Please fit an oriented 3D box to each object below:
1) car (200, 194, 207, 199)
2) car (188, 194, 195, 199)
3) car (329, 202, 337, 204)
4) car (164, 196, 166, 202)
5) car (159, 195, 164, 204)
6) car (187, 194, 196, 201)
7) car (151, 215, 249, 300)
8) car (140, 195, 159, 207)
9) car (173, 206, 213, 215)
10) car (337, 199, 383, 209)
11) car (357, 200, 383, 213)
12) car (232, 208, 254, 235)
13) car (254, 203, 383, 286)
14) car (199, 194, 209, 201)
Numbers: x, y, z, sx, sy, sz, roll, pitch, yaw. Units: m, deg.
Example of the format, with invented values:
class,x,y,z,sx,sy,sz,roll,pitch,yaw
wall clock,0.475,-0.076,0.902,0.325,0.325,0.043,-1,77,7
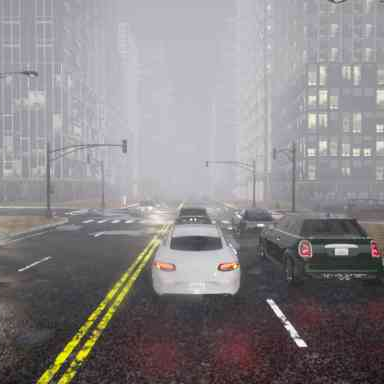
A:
class,x,y,z,sx,sy,sz,roll,pitch,yaw
car,3.022,1.262,90.848,1.812,1.442,4.674,0,0,0
car,-0.228,1.216,90.840,1.882,1.535,5.008,0,0,0
car,15.066,1.701,35.460,4.718,1.301,1.895,0,1,0
car,-6.681,1.413,71.549,1.882,1.535,5.008,0,0,0
car,-6.722,1.427,61.174,1.882,1.535,5.008,0,0,1
car,-0.202,1.414,80.423,1.837,1.490,4.892,0,0,0
car,0.081,1.522,8.258,1.812,1.442,4.674,0,0,0
car,-6.718,1.526,50.850,1.994,1.385,4.181,0,0,0
car,0.057,1.495,17.507,1.837,1.490,4.892,0,0,0
car,16.127,1.518,29.674,5.009,1.841,2.192,1,0,1
car,21.715,1.641,37.974,4.829,1.417,1.752,1,0,1
car,3.304,1.554,17.921,1.994,1.385,4.181,0,0,0
car,3.327,1.348,9.534,2.097,1.767,4.553,0,0,0
car,3.049,1.392,80.430,1.882,1.535,5.008,0,0,0
